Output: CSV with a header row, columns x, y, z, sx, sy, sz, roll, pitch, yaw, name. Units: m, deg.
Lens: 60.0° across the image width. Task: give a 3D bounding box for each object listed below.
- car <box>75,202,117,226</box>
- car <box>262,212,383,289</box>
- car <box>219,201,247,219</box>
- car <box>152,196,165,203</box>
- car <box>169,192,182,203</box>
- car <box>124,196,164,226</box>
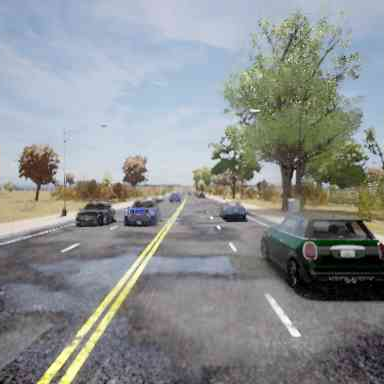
x,y,z,sx,sy,sz,roll,pitch,yaw,name
-6.551,1.460,23.093,1.837,1.490,4.892,0,0,0,car
3.358,1.339,9.273,2.097,1.767,4.553,0,0,0,car
3.409,1.497,28.141,2.033,1.411,5.357,0,0,0,car
-6.481,1.441,64.685,1.895,1.301,4.718,0,0,0,car
-3.236,1.105,64.887,2.150,2.045,5.566,0,0,0,car
-3.303,1.309,23.008,2.097,1.767,4.553,0,0,0,car
